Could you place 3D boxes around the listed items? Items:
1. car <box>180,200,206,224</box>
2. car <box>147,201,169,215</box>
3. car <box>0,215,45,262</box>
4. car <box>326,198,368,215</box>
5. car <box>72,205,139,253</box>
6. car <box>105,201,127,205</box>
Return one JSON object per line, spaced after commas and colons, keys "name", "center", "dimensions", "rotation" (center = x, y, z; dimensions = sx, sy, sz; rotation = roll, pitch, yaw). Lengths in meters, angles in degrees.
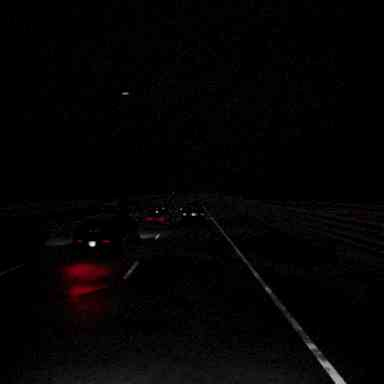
{"name": "car", "center": [0.095, 1.568, 24.953], "dimensions": [2.033, 1.411, 5.357], "rotation": [0, 0, 0]}
{"name": "car", "center": [-3.412, 1.631, 34.573], "dimensions": [1.895, 1.301, 4.718], "rotation": [0, 0, 0]}
{"name": "car", "center": [-6.899, 1.516, 11.674], "dimensions": [1.812, 1.442, 4.674], "rotation": [0, -1, 0]}
{"name": "car", "center": [16.849, 1.508, 36.472], "dimensions": [2.097, 1.767, 4.553], "rotation": [0, 0, -17]}
{"name": "car", "center": [-3.402, 1.514, 13.788], "dimensions": [1.837, 1.490, 4.892], "rotation": [0, 0, 0]}
{"name": "car", "center": [-6.916, 1.533, 30.165], "dimensions": [1.812, 1.442, 4.674], "rotation": [0, -1, 0]}
